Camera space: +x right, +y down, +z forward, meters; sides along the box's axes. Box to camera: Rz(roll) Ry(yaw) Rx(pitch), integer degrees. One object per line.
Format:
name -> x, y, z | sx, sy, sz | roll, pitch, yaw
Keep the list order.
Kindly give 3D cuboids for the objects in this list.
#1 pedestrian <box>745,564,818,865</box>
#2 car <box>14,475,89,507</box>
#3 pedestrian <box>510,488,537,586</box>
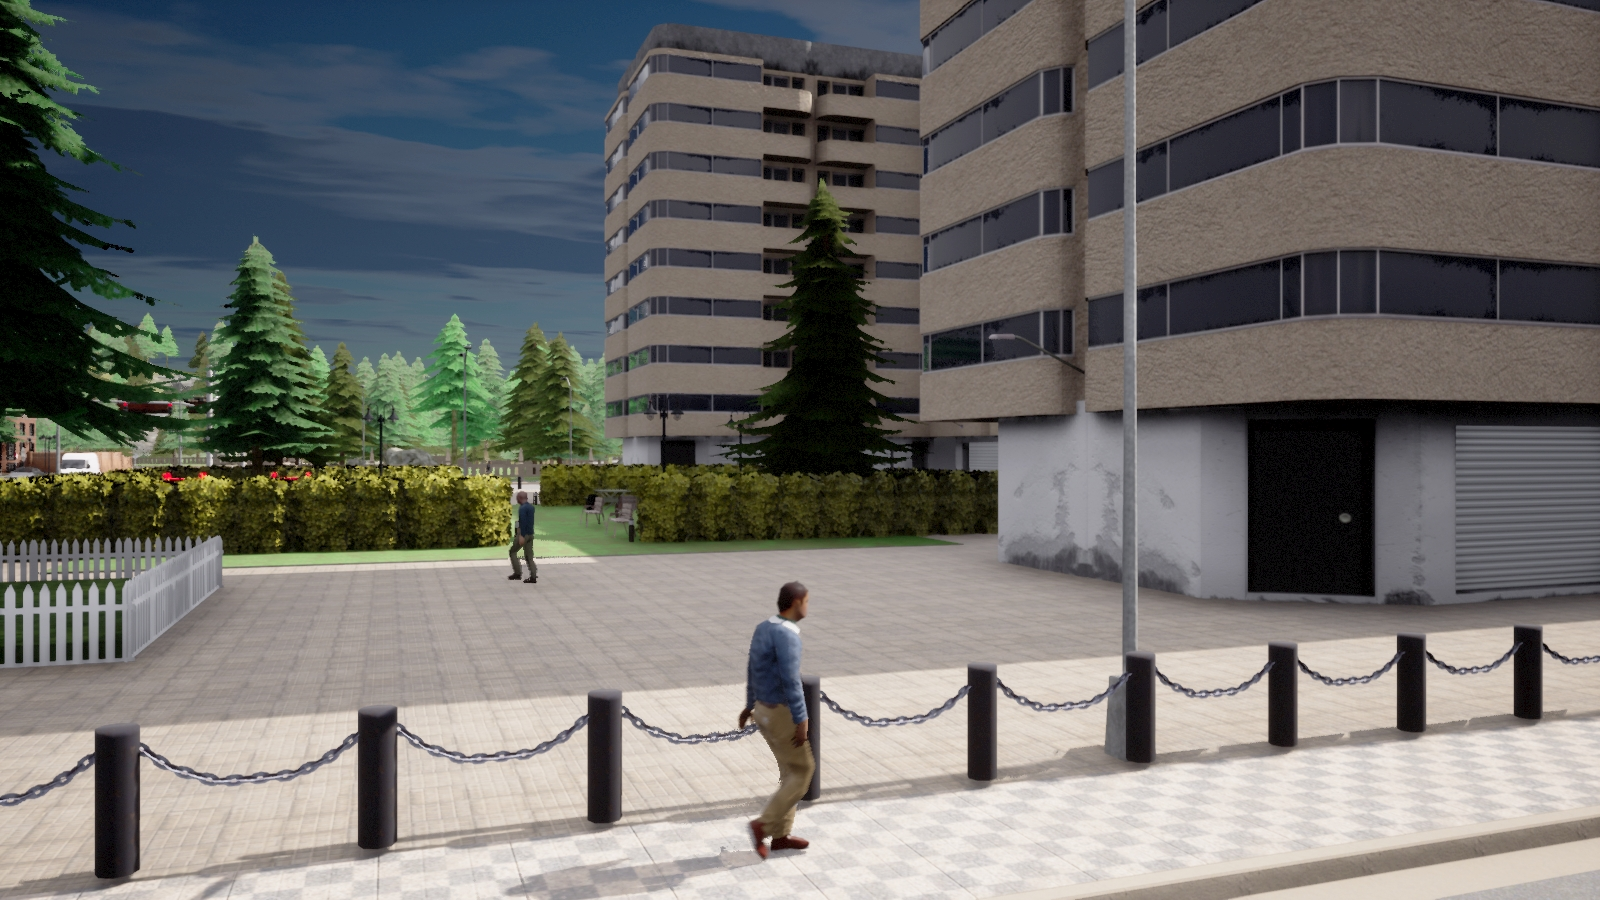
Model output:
pedestrian -> -0.125, 1.700, 7.473 | 0.375, 1.860, 0.375 | 0, 0, -20
car -> -38.243, 2.061, 58.523 | 2.163, 1.488, 4.792 | 0, 0, -20
pedestrian -> -5.387, 1.683, 22.252 | 0.375, 1.860, 0.375 | 0, 0, 15
